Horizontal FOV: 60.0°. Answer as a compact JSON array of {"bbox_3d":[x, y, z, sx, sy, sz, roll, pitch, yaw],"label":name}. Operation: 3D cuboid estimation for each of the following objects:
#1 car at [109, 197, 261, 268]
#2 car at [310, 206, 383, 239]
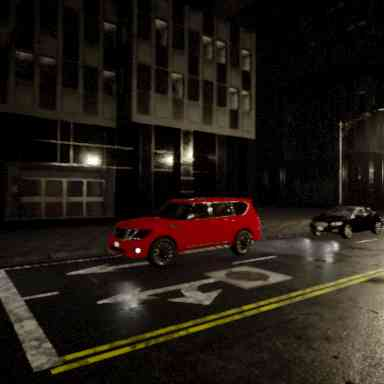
[{"bbox_3d":[-0.023,1.222,11.648,5.566,2.045,2.150,0,0,-36],"label":"car"},{"bbox_3d":[8.186,1.486,17.486,4.902,1.511,2.128,0,0,-35],"label":"car"}]
